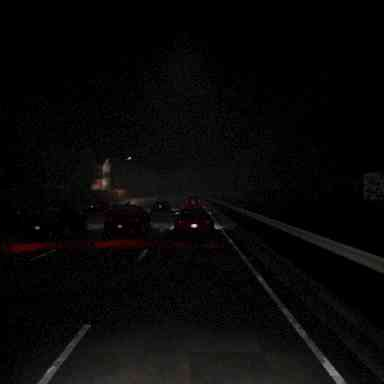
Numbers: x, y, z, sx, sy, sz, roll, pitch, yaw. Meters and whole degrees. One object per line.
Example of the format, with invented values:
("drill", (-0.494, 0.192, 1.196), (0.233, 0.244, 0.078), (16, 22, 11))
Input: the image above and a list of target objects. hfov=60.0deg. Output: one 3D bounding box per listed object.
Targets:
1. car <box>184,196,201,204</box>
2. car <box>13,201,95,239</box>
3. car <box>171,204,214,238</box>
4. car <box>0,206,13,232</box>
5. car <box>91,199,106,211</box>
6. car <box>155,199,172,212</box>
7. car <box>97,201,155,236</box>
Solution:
("car", (0.104, 1.268, 41.599), (2.097, 1.767, 4.553), (0, 0, 0))
("car", (-6.898, 1.444, 17.312), (1.882, 1.535, 5.008), (0, 0, 0))
("car", (0.102, 1.529, 17.416), (1.994, 1.385, 4.181), (0, 0, 0))
("car", (-10.399, 1.443, 17.515), (1.882, 1.535, 5.008), (0, 0, 0))
("car", (-10.415, 1.492, 36.647), (1.994, 1.385, 4.181), (0, 0, 0))
("car", (-3.412, 1.490, 37.650), (1.994, 1.385, 4.181), (0, 0, 0))
("car", (-3.399, 1.441, 18.161), (1.882, 1.535, 5.008), (0, 0, 0))
